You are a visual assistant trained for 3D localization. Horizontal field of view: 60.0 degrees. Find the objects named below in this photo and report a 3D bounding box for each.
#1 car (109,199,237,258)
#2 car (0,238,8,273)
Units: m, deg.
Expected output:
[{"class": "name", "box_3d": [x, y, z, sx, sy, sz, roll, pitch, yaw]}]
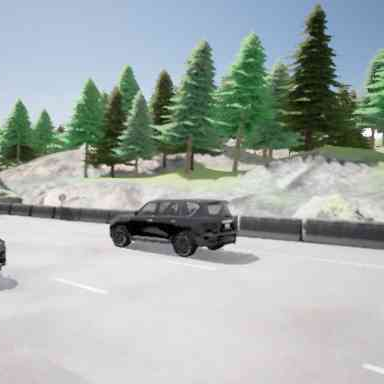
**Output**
[{"class": "car", "box_3d": [-0.902, 1.280, 13.389, 5.566, 2.045, 2.150, 0, 0, 36]}, {"class": "car", "box_3d": [-6.935, 1.486, 9.142, 4.902, 1.511, 2.128, 0, 0, 37]}]
